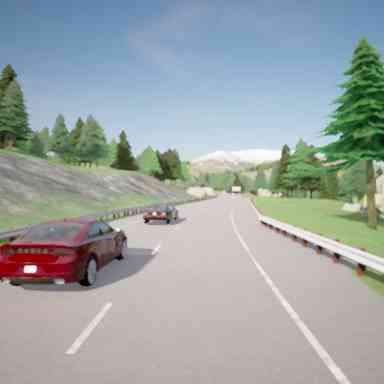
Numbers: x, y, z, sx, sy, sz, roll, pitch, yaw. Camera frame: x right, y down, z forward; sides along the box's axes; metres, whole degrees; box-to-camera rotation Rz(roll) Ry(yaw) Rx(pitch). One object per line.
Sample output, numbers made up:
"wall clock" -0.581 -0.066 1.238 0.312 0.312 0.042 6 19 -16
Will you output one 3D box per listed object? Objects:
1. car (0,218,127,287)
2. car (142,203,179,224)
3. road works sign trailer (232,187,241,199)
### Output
"car" -3.219 1.451 9.354 1.882 1.535 5.008 0 0 3
"car" -2.215 1.482 24.489 2.033 1.411 5.357 0 0 6
"road works sign trailer" 12.602 0.232 94.421 2.380 3.560 2.880 0 0 9
